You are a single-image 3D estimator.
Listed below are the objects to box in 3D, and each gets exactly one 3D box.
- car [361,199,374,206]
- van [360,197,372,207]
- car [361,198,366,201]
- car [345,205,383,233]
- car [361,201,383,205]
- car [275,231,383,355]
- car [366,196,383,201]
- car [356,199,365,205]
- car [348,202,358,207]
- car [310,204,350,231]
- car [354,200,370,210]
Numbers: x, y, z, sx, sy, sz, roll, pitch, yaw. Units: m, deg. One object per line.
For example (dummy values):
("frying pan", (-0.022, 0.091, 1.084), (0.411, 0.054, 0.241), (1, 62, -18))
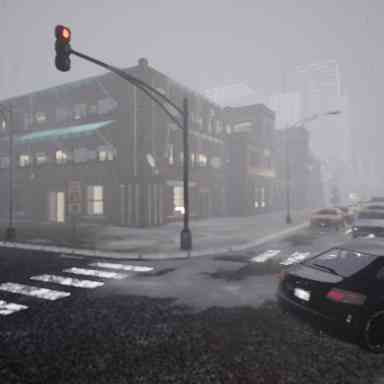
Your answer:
("car", (34.140, 2.011, 64.628), (2.008, 1.369, 4.403), (-1, -1, 30))
("van", (31.346, 1.764, 59.862), (1.690, 1.788, 3.998), (-1, -1, 30))
("car", (22.968, 1.896, 45.559), (1.802, 1.307, 4.206), (0, -1, 30))
("car", (9.711, 1.660, 17.791), (2.033, 1.411, 5.357), (-1, -1, 30))
("car", (14.505, 1.692, 25.928), (1.812, 1.442, 4.674), (-1, -1, 31))
("car", (3.628, 1.599, 5.991), (4.181, 1.385, 1.994), (0, 0, -20))
("car", (19.923, 1.449, 35.046), (2.150, 2.045, 5.566), (-1, -1, 30))
("car", (17.296, 1.771, 35.878), (1.752, 1.417, 4.829), (0, -1, 30))
("car", (11.796, 1.748, 26.489), (1.947, 1.339, 4.313), (0, -1, 30))
("car", (8.929, 1.696, 21.770), (1.887, 1.381, 4.507), (0, -1, 30))
("car", (25.761, 1.932, 50.325), (1.802, 1.307, 4.206), (0, -1, 30))
